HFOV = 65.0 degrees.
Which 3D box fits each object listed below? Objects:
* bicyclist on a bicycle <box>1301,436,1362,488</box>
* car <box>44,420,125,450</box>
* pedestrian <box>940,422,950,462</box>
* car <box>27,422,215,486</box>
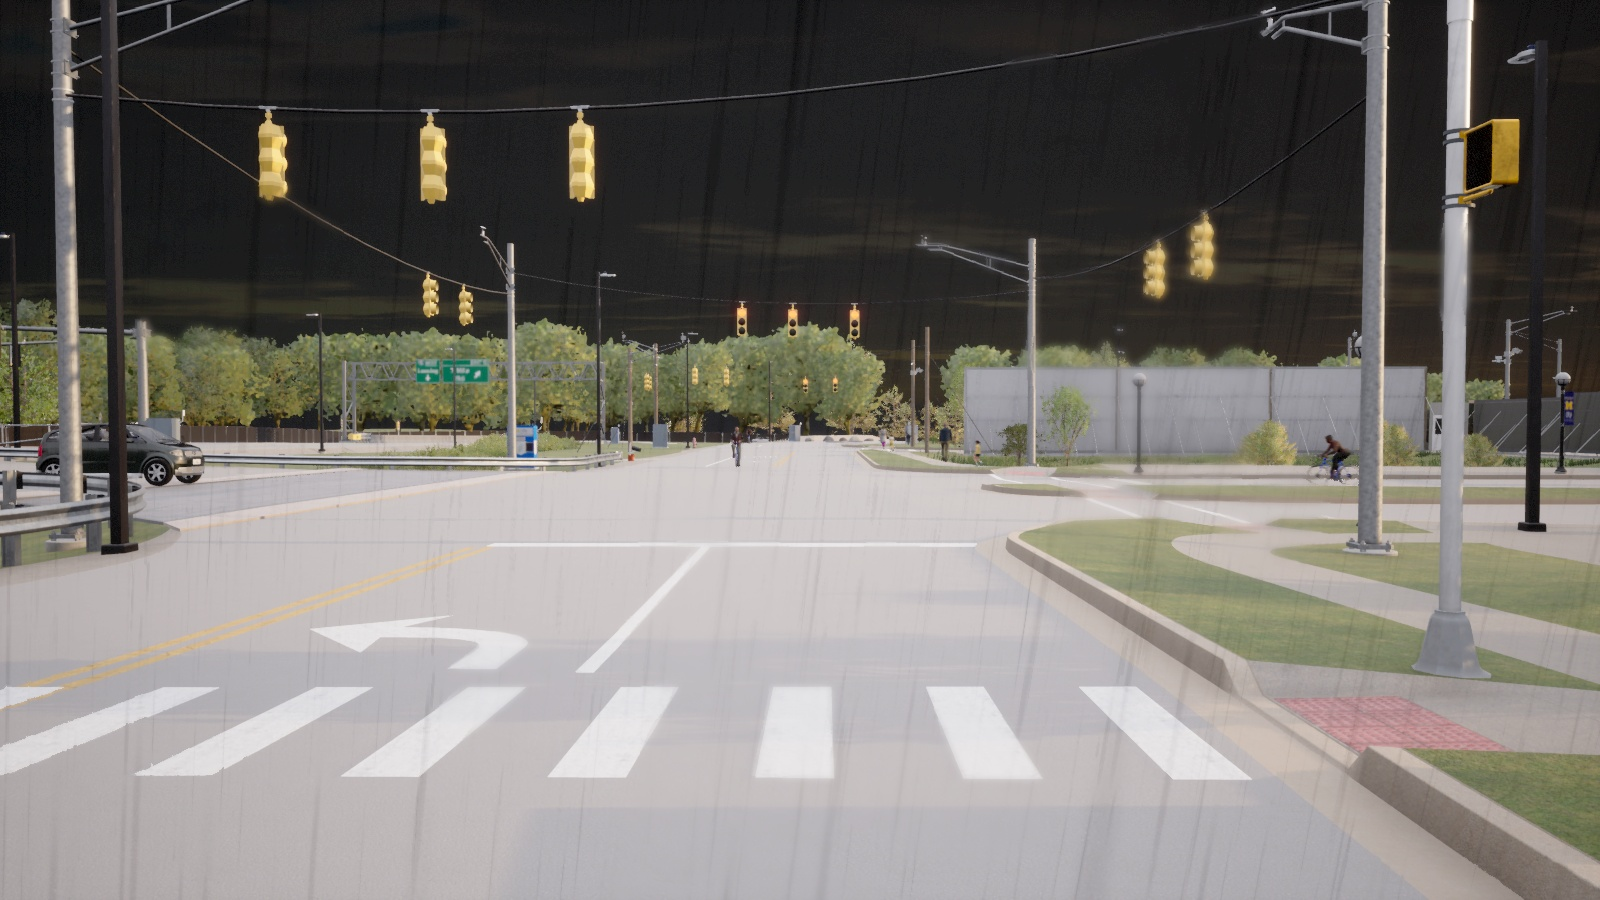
[{"bbox_3d":[16.597,0.373,39.235,1.656,1.620,0.582,0,1,1],"label":"bicyclist on a bicycle"},{"bbox_3d":[-37.237,-0.776,65.442,1.970,1.475,3.806,0,1,1],"label":"car"},{"bbox_3d":[6.629,-0.368,57.433,0.402,1.842,0.726,0,2,2],"label":"pedestrian"},{"bbox_3d":[-16.832,0.080,31.250,3.705,1.549,1.789,0,1,1],"label":"car"}]
